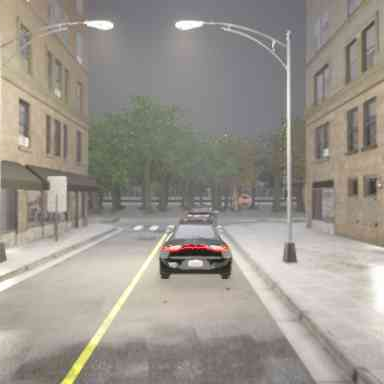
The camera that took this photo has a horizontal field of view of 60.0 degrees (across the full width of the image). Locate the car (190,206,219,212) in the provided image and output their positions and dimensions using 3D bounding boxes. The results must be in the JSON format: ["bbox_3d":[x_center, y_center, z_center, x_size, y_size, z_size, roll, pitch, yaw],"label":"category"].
[{"bbox_3d":[0.843,1.780,23.885,2.128,1.511,4.902,0,-1,11],"label":"car"}]

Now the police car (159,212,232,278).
[{"bbox_3d":[0.090,1.633,10.720,2.038,1.542,4.974,0,-1,0],"label":"police car"}]
